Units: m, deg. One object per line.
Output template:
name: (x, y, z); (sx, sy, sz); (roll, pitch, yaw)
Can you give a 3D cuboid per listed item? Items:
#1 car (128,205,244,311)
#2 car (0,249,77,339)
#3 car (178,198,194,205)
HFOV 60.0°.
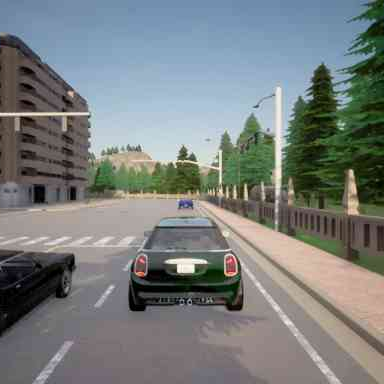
car: (-0.118, 1.352, 7.911); (2.097, 1.767, 4.553); (0, 0, 0)
car: (-3.537, 1.601, 5.544); (1.895, 1.301, 4.718); (0, 0, -1)
car: (-0.822, 1.477, 44.285); (1.882, 1.535, 5.008); (0, 0, -1)
